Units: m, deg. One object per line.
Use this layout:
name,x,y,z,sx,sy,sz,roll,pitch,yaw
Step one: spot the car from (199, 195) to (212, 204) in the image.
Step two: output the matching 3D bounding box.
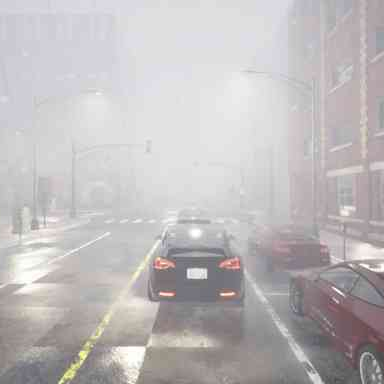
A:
car,2.641,1.544,59.677,1.752,1.417,4.829,1,0,0

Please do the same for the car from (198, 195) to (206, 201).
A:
car,2.612,1.597,87.768,1.947,1.339,4.313,1,0,0

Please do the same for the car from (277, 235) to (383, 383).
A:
car,2.663,1.583,4.597,1.802,1.307,4.206,1,0,0

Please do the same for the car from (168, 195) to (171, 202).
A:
car,-5.746,1.603,65.189,1.802,1.307,4.206,1,0,0

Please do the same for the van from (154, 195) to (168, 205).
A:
van,-5.736,1.359,59.537,1.690,1.788,3.998,1,0,0

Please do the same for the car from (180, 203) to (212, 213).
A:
car,0.082,1.552,17.786,2.033,1.411,5.357,0,0,0

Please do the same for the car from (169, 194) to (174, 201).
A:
car,-5.757,1.607,76.494,1.802,1.307,4.206,1,0,0

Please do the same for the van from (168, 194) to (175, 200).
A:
van,-5.771,1.376,93.451,1.690,1.788,3.998,1,0,0

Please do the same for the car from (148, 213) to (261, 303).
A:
car,0.092,1.506,8.298,2.163,1.488,4.792,0,0,0

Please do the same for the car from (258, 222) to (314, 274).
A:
car,2.827,1.585,10.253,1.802,1.307,4.206,1,0,0

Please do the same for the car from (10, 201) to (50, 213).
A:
car,-18.750,1.730,38.614,4.313,1.339,1.947,0,-1,0
